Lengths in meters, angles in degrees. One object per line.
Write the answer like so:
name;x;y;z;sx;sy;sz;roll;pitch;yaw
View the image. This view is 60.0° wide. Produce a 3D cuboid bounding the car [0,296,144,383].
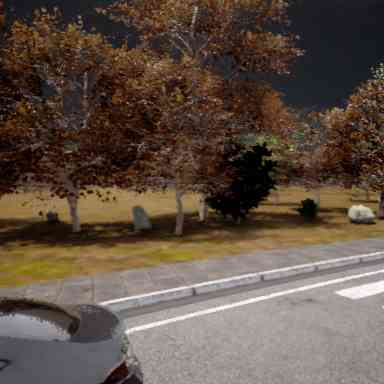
car;-2.569;1.513;2.006;4.674;1.442;1.812;0;0;-35
